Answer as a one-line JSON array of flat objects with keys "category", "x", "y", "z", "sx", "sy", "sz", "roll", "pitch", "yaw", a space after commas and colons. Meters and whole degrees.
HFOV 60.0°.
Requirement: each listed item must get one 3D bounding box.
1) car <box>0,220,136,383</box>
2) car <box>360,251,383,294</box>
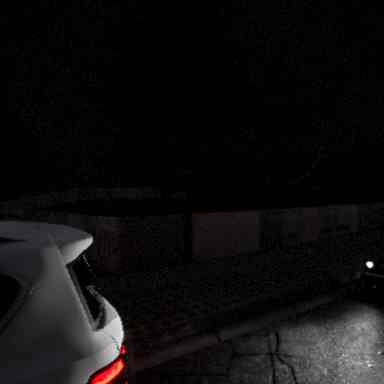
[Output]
[{"category": "car", "x": -2.918, "y": 1.225, "z": 1.177, "sx": 5.566, "sy": 2.045, "sz": 2.150, "roll": 0, "pitch": 0, "yaw": -35}, {"category": "car", "x": 5.819, "y": 1.591, "z": 7.744, "sx": 4.718, "sy": 1.301, "sz": 1.895, "roll": 0, "pitch": 0, "yaw": -39}]
